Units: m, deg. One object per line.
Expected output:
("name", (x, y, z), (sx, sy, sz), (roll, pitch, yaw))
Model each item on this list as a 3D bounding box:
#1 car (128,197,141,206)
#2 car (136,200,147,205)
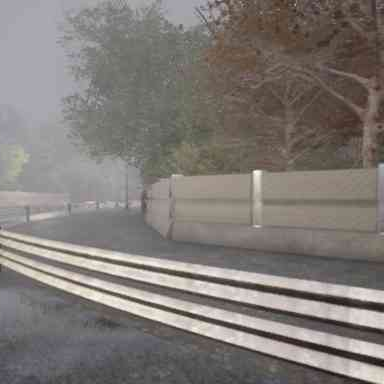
("car", (-14.619, 2.259, 81.037), (2.150, 2.045, 5.566), (0, -1, 4))
("car", (-13.898, 2.888, 91.669), (2.128, 1.511, 4.902), (0, -2, 4))
